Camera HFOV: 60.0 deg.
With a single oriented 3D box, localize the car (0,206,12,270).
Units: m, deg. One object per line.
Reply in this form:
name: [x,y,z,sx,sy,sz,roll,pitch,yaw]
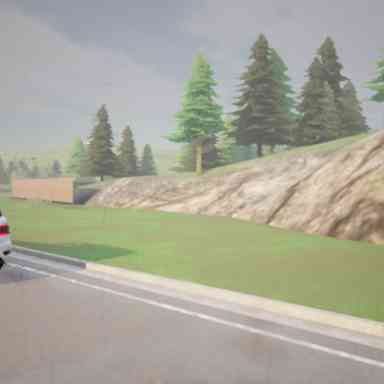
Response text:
car: [-6.960,1.011,8.891,5.566,2.045,2.150,1,1,37]
